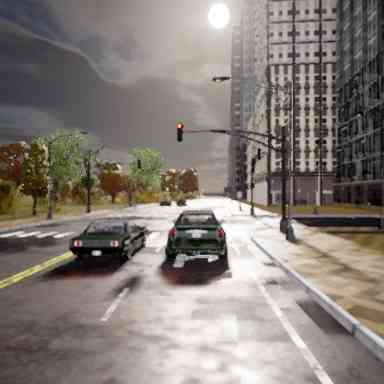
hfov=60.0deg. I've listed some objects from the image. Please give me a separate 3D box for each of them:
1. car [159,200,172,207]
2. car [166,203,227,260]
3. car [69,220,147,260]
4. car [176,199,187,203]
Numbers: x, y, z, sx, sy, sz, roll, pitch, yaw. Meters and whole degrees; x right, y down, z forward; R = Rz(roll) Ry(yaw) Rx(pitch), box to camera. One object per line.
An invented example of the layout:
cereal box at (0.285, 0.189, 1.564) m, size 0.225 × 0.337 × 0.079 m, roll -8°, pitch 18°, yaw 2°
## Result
car at (-5.323, 2.238, 67.199) m, size 1.994 × 1.385 × 4.181 m, roll 0°, pitch -1°, yaw 5°
car at (0.247, 1.485, 13.167) m, size 2.097 × 1.767 × 4.553 m, roll 0°, pitch -1°, yaw 3°
car at (-3.015, 1.735, 13.101) m, size 1.895 × 1.301 × 4.718 m, roll 0°, pitch -1°, yaw 3°
car at (-2.086, 2.180, 66.907) m, size 1.837 × 1.490 × 4.892 m, roll 0°, pitch -1°, yaw 5°
